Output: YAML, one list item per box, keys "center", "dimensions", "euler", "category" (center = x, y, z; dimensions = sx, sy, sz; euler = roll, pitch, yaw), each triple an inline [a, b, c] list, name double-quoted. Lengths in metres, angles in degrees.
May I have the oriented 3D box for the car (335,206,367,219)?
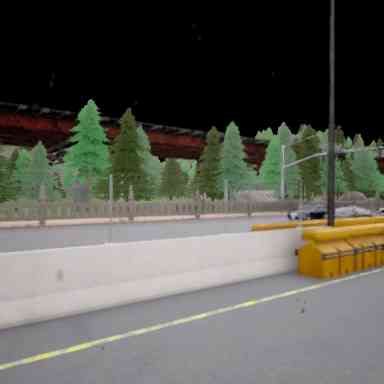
- center: [11.915, 1.797, 25.285]
  dimensions: [4.674, 1.442, 1.812]
  euler: [1, -1, -35]
  category: "car"

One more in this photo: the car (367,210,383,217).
- center: [14.334, 1.628, 22.706]
  dimensions: [4.553, 1.767, 2.097]
  euler: [1, 0, -35]
  category: "car"
